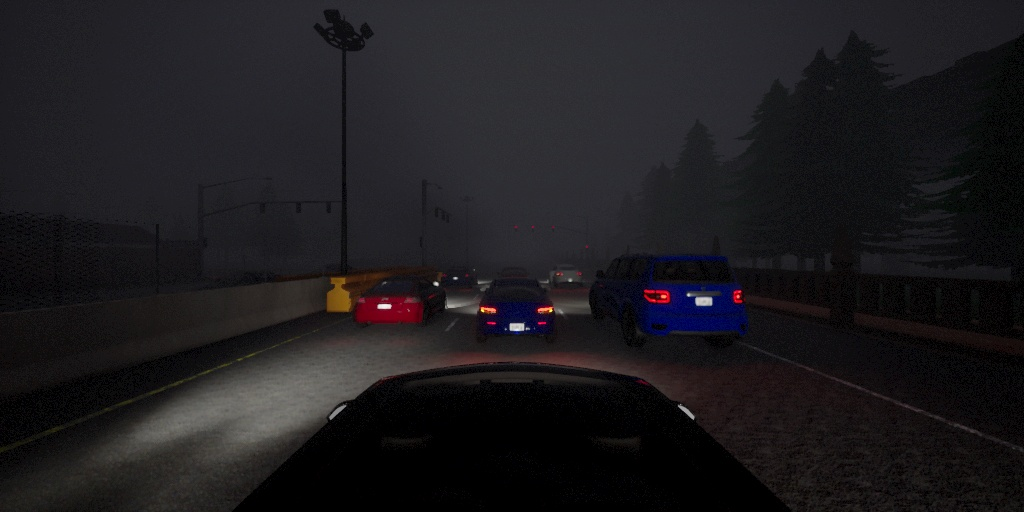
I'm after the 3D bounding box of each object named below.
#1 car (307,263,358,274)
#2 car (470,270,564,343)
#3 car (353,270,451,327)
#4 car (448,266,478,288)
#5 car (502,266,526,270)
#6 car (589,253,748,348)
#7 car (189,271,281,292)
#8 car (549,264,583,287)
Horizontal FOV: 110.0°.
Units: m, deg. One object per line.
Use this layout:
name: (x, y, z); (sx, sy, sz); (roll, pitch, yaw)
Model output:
car: (-13.998, 1.299, 28.366); (2.033, 1.411, 5.357); (0, 0, 0)
car: (0.094, 1.276, 9.583); (1.812, 1.442, 4.674); (0, 0, 0)
car: (-3.399, 1.314, 11.563); (1.994, 1.385, 4.181); (0, 0, 0)
car: (-3.401, 1.314, 23.705); (1.994, 1.385, 4.181); (0, 0, 1)
car: (0.101, 1.276, 19.479); (1.812, 1.442, 4.674); (0, 0, 0)
car: (3.600, 0.968, 9.402); (2.150, 2.045, 5.566); (0, -1, 0)
car: (-10.589, 1.314, 14.377); (1.994, 1.385, 4.181); (0, 0, 0)
car: (3.598, 1.276, 24.430); (1.812, 1.442, 4.674); (0, 0, 0)
